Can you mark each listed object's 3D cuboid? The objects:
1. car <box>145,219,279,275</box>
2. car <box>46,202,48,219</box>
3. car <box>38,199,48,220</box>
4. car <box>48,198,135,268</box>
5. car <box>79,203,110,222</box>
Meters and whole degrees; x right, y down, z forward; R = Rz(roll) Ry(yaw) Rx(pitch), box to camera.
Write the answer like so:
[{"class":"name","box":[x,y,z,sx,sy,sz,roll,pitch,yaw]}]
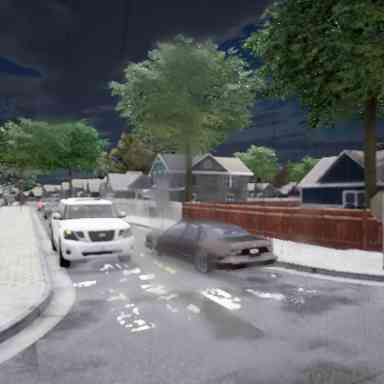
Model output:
[{"class":"car","box":[0.312,1.604,10.823,2.033,1.411,5.357,0,0,-32]},{"class":"car","box":[-7.995,1.582,21.264,1.882,1.535,5.008,0,0,-26]},{"class":"car","box":[-12.641,1.661,30.611,2.128,1.511,4.902,0,-1,-26]},{"class":"car","box":[-3.787,1.274,12.069,2.150,2.045,5.566,0,0,-26]},{"class":"car","box":[-8.450,1.685,28.574,1.812,1.442,4.674,0,-1,-26]}]
